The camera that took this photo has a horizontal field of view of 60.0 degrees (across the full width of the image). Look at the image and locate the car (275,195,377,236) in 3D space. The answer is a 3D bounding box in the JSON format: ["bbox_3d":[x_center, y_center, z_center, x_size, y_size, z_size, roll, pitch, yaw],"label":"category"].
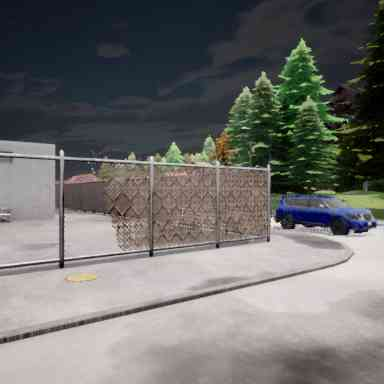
[{"bbox_3d":[7.282,1.221,18.799,2.150,2.045,5.566,0,0,-34],"label":"car"}]
